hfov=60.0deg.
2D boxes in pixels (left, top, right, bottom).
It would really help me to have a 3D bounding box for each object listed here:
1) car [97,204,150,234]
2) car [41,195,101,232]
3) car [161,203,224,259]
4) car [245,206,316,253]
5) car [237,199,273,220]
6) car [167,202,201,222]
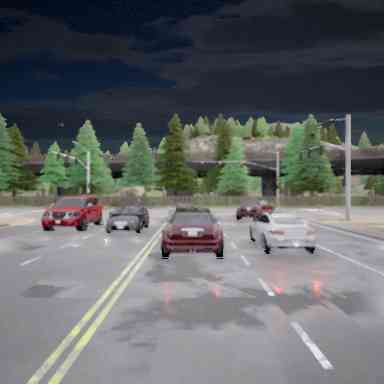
[{"bbox_3d":[-3.553,1.488,19.079,2.128,1.511,4.902,0,0,1],"label":"car"},{"bbox_3d":[-7.040,1.219,20.271,2.150,2.045,5.566,0,0,0],"label":"car"},{"bbox_3d":[0.036,1.349,12.775,2.097,1.767,4.553,0,0,1],"label":"car"},{"bbox_3d":[3.542,1.523,13.513,1.812,1.442,4.674,0,0,1],"label":"car"},{"bbox_3d":[5.368,1.335,27.186,2.097,1.767,4.553,0,0,30],"label":"car"},{"bbox_3d":[-0.765,1.586,27.118,1.895,1.301,4.718,0,0,-13],"label":"car"}]
